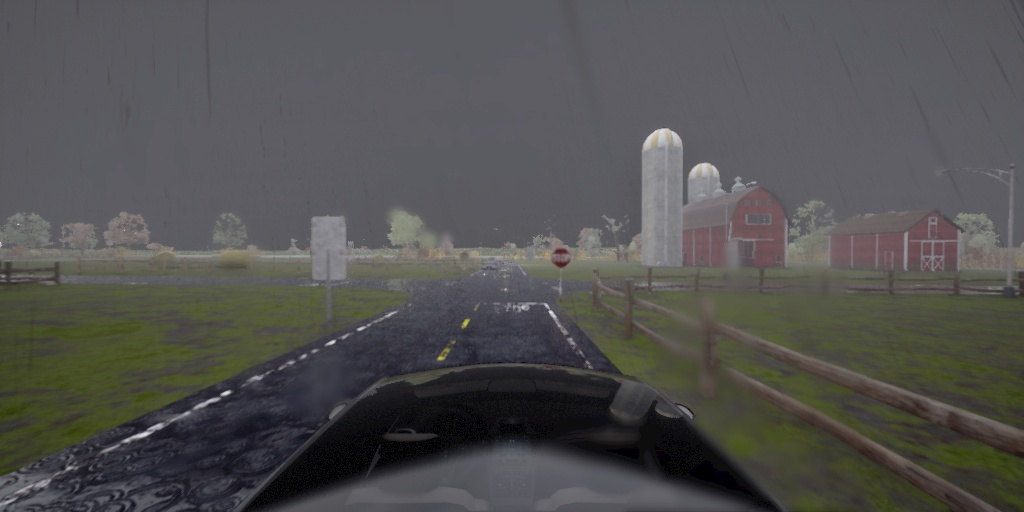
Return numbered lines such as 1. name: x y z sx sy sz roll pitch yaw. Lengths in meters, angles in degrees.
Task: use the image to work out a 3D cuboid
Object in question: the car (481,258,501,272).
1. car: -2.745 1.267 45.386 1.994 1.385 4.181 0 1 0
